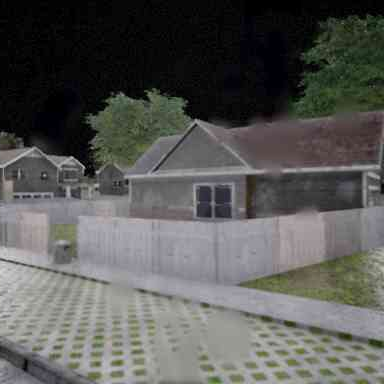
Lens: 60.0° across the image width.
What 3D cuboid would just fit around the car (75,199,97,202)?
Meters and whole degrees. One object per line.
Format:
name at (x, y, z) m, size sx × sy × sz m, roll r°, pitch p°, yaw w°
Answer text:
car at (-11.518, 1.544, 35.379) m, size 1.837 × 1.490 × 4.892 m, roll 0°, pitch 0°, yaw 34°
